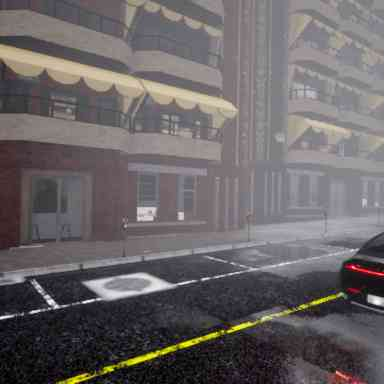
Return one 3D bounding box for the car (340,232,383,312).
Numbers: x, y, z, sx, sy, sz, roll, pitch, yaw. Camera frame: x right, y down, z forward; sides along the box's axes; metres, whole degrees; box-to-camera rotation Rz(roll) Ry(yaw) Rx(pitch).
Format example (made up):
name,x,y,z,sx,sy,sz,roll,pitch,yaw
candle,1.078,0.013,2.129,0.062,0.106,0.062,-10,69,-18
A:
name,x,y,z,sx,sy,sz,roll,pitch,yaw
car,4.990,1.511,6.839,4.892,1.490,1.837,0,0,-36
